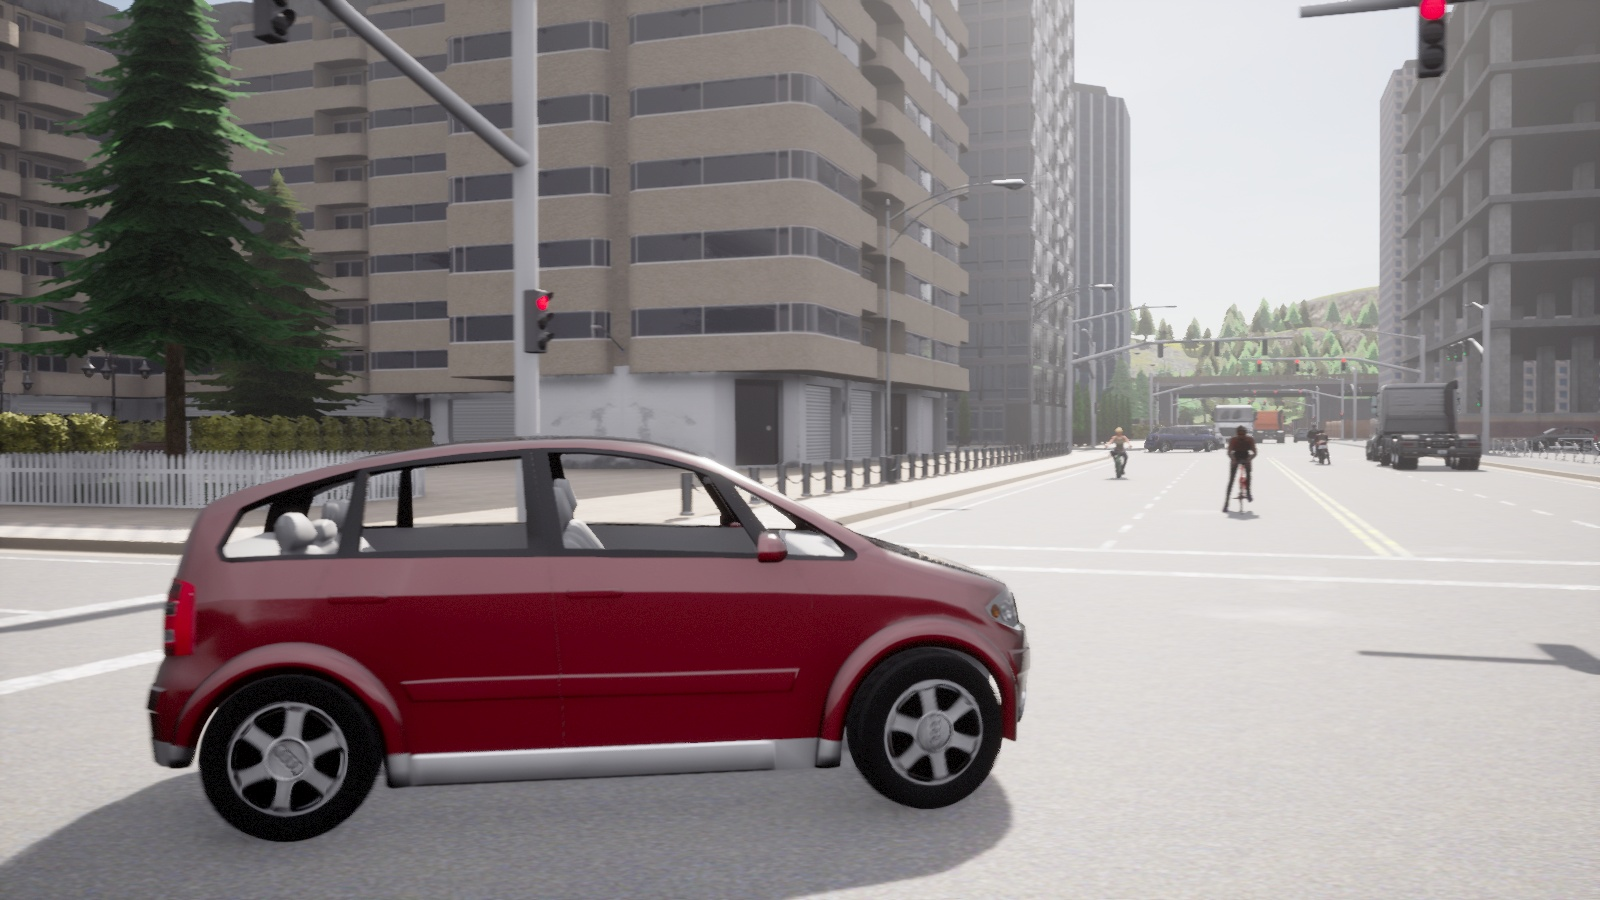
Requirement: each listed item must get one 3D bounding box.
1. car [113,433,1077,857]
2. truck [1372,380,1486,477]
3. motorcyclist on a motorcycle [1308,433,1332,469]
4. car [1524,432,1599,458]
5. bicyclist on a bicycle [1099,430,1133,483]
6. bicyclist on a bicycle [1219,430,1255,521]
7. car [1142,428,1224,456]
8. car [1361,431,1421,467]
[{"bbox_3d":[-0.829,0.709,5.791,3.705,1.549,1.789,0,1,-9],"label":"car"},{"bbox_3d":[24.346,-0.848,48.986,2.891,3.462,7.936,1,1,19],"label":"truck"},{"bbox_3d":[22.383,0.027,54.066,0.797,1.523,2.044,1,1,19],"label":"motorcyclist on a motorcycle"},{"bbox_3d":[47.209,-0.321,77.914,3.705,1.549,1.789,1,1,19],"label":"car"},{"bbox_3d":[9.859,0.173,39.148,0.866,1.612,1.509,1,1,19],"label":"bicyclist on a bicycle"},{"bbox_3d":[8.072,0.438,23.202,0.582,1.620,1.656,1,1,19],"label":"bicyclist on a bicycle"},{"bbox_3d":[24.542,-0.541,80.447,4.553,1.767,2.097,0,1,-8],"label":"car"},{"bbox_3d":[27.956,-0.091,59.510,2.033,1.649,4.856,1,1,19],"label":"car"}]
